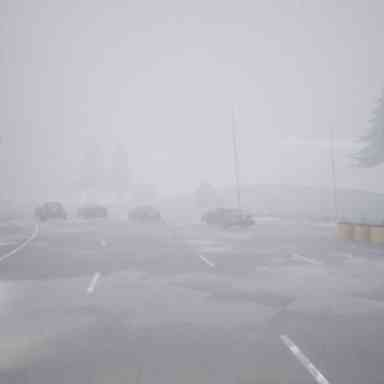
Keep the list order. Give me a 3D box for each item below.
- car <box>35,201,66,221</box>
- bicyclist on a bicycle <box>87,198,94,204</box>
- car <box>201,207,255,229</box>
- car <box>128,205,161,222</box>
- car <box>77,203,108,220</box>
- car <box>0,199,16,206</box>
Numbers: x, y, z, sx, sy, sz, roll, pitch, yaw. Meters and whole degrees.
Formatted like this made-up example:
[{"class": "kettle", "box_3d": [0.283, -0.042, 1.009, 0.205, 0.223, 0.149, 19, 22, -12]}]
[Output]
[{"class": "car", "box_3d": [-13.120, 1.672, 30.677, 2.097, 1.767, 4.553, 0, -1, -32]}, {"class": "bicyclist on a bicycle", "box_3d": [-17.654, 1.923, 58.298, 0.582, 1.620, 1.656, 1, -21, 37]}, {"class": "car", "box_3d": [2.423, 1.775, 23.763, 2.033, 1.411, 5.357, 0, -1, -21]}, {"class": "car", "box_3d": [-4.342, 1.860, 29.942, 1.994, 1.385, 4.181, 0, -1, -28]}, {"class": "car", "box_3d": [-9.526, 1.799, 31.553, 1.882, 1.535, 5.008, 0, -1, -31]}, {"class": "car", "box_3d": [-36.739, 2.057, 65.929, 4.181, 1.385, 1.994, 0, -1, 36]}]
